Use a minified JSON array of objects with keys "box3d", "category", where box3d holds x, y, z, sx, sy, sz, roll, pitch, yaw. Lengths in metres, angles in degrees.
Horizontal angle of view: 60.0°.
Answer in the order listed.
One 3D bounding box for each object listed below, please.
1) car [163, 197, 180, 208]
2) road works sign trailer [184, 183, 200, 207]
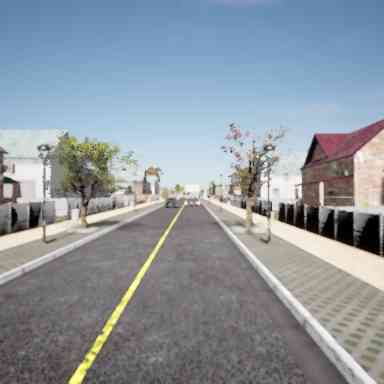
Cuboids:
[{"box3d":[-2.809,1.460,46.004,1.837,1.490,4.892,0,-1,0],"category":"car"},{"box3d":[0.031,0.423,50.909,2.380,3.560,2.880,0,0,0],"category":"road works sign trailer"}]
